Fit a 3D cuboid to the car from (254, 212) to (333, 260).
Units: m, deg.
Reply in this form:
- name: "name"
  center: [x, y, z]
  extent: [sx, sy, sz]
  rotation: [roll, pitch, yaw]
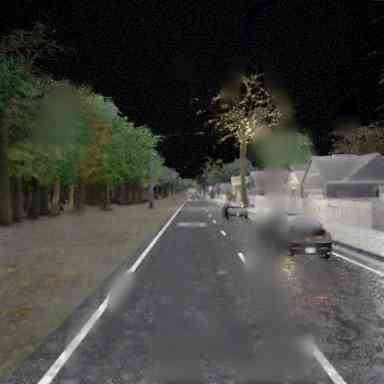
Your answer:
- name: "car"
  center: [3.602, 1.534, 12.528]
  extent: [1.837, 1.490, 4.892]
  rotation: [0, 0, 0]

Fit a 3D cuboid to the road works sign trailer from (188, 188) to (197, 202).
- name: "road works sign trailer"
  center: [0.032, 0.722, 86.143]
  extent: [2.380, 3.560, 2.880]
  rotation: [0, 0, 0]

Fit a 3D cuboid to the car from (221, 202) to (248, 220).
- name: "car"
  center: [3.610, 1.559, 28.583]
  extent: [2.128, 1.511, 4.902]
  rotation: [0, 0, 0]
